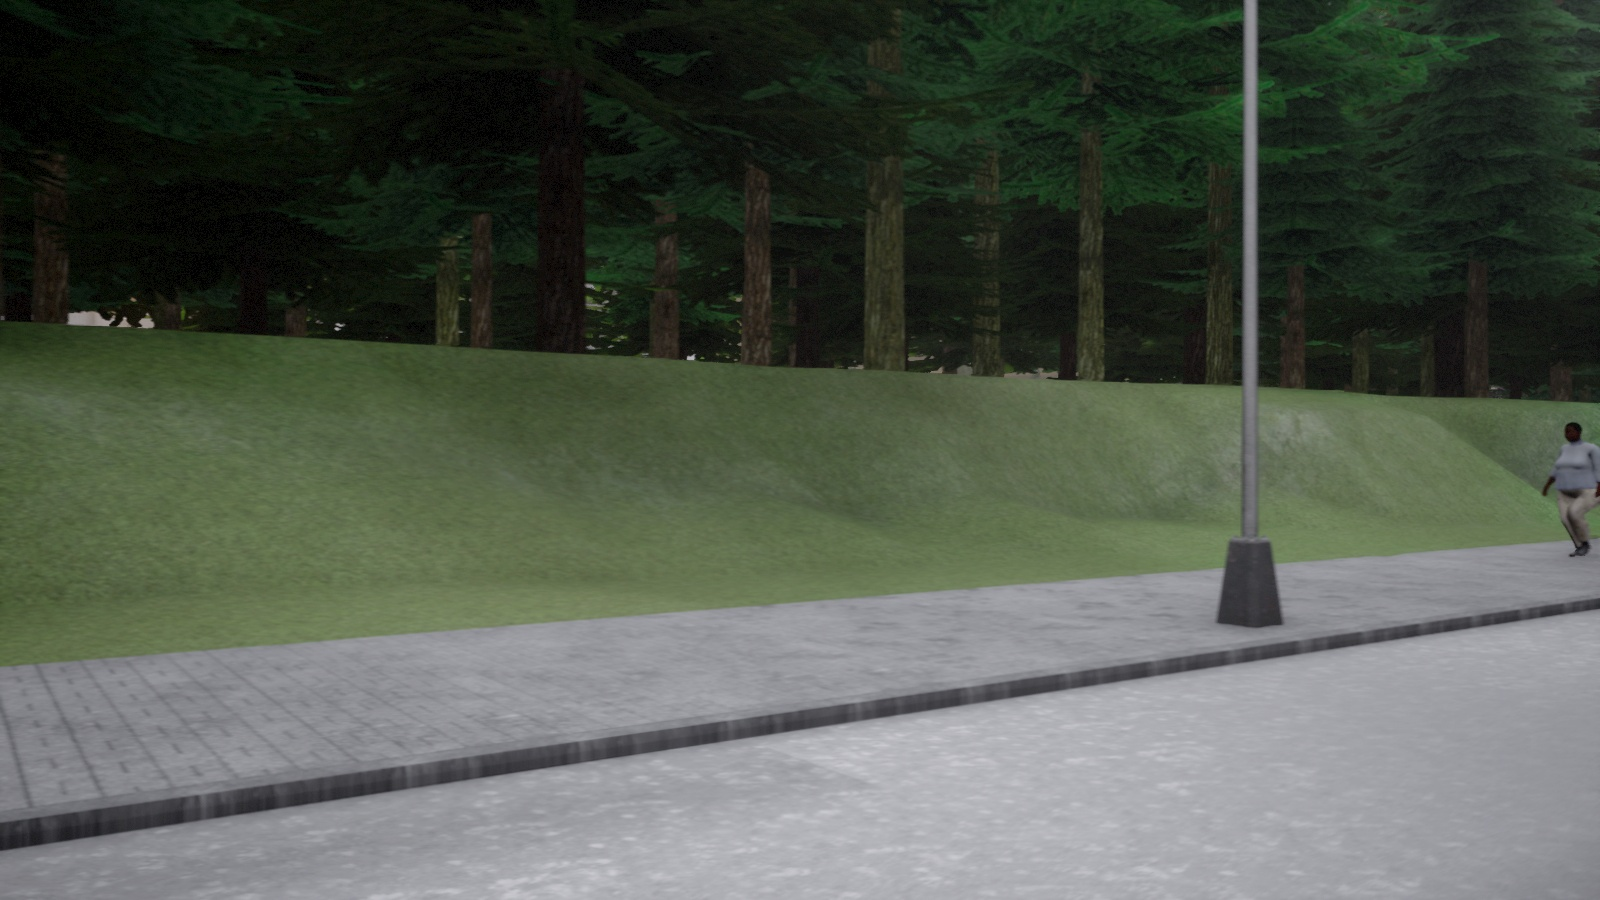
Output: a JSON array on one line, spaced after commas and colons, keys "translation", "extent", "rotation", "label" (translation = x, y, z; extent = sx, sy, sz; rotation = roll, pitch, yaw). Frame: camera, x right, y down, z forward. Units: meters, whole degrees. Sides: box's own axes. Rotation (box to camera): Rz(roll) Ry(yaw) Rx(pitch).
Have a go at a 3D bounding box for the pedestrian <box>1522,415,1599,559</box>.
[{"translation": [10.312, 0.474, 16.677], "extent": [0.900, 1.855, 0.874], "rotation": [0, 0, -18], "label": "pedestrian"}]
